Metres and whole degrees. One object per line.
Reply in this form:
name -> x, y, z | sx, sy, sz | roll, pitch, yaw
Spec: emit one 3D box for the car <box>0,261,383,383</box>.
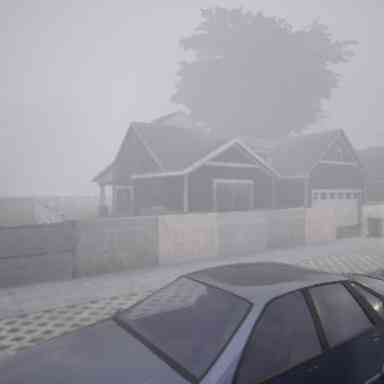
car -> 0.596, 1.545, 3.488 | 5.357, 1.411, 2.033 | 0, 0, -35
